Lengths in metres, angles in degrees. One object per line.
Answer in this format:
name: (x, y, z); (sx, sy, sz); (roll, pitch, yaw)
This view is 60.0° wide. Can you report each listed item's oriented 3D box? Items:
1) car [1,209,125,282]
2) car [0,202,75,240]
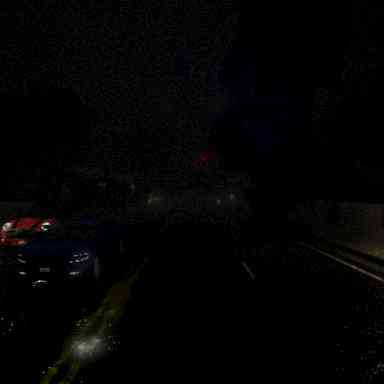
car: (-3.344, 1.494, 10.051); (1.882, 1.535, 5.008); (0, 0, 0)
car: (-6.591, 1.376, 15.122); (2.097, 1.767, 4.553); (0, 0, 0)
